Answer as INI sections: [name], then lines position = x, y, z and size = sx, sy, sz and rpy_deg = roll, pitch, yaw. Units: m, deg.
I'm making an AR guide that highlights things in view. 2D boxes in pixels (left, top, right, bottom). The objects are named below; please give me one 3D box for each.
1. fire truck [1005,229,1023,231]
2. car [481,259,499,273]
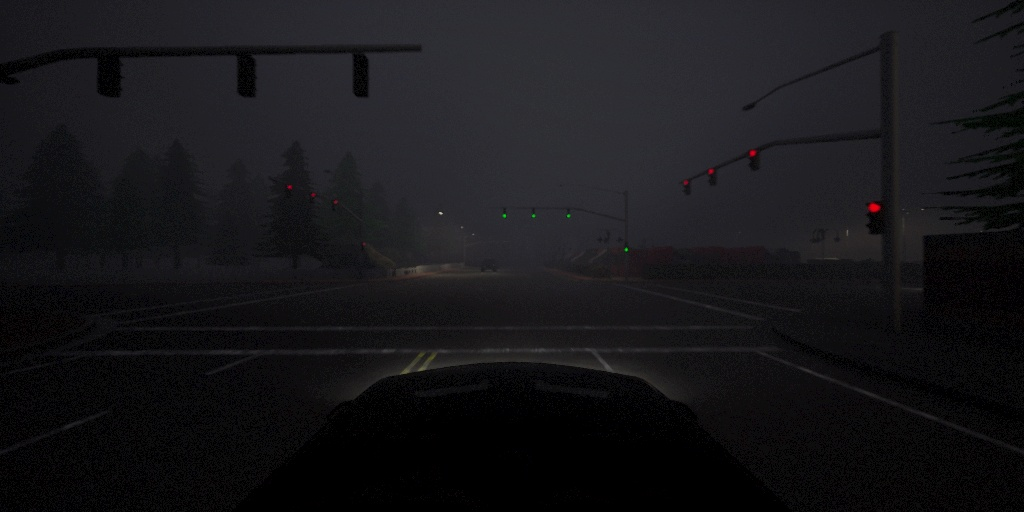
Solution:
[fire truck]
position = 33.775, 0.224, 22.775
size = 8.468, 3.827, 2.891
rpy_deg = 0, -1, 0
[car]
position = -3.530, 1.450, 55.115
size = 2.150, 2.045, 5.566
rpy_deg = 0, -1, 1
